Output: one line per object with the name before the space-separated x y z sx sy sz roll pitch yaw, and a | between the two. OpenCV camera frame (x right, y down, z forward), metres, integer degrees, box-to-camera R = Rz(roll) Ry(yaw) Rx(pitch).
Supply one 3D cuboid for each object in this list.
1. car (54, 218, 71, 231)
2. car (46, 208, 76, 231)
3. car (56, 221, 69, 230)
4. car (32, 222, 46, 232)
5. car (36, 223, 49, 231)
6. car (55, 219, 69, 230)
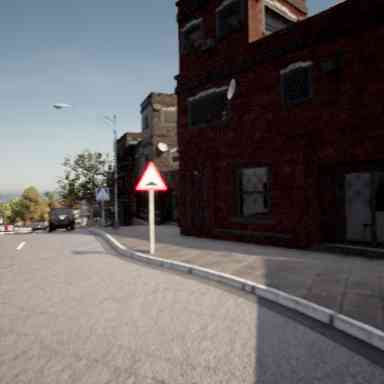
car | -16.231 4.069 41.655 1.812 1.442 4.674 -1 -5 -21
car | -12.044 2.581 30.920 2.150 2.045 5.566 -1 -5 -21
car | -23.619 6.124 60.619 2.128 1.511 4.902 -1 -6 -21
car | -23.359 5.331 51.133 1.994 1.385 4.181 -1 -5 -21
car | -26.653 6.290 59.460 1.895 1.301 4.718 -1 -6 -21
car | -20.219 5.148 51.882 1.882 1.535 5.008 -1 -6 -21
